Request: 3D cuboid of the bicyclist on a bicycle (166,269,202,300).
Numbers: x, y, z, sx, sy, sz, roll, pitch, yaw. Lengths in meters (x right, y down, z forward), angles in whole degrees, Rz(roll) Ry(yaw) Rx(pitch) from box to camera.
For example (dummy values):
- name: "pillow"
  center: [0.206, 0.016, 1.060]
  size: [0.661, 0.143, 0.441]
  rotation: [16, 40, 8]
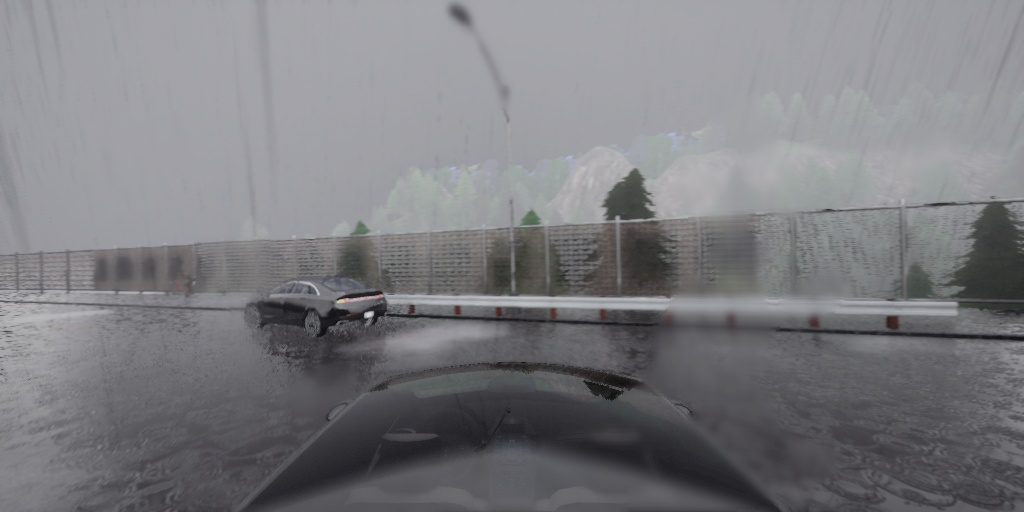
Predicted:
- name: "bicyclist on a bicycle"
  center: [-17.935, 1.557, 19.640]
  size: [0.582, 1.620, 1.656]
  rotation: [-2, 0, 19]

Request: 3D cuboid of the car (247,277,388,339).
- name: "car"
  center: [-5.876, 1.387, 10.625]
  size: [4.902, 1.511, 2.128]
  rotation: [-2, 0, 29]
